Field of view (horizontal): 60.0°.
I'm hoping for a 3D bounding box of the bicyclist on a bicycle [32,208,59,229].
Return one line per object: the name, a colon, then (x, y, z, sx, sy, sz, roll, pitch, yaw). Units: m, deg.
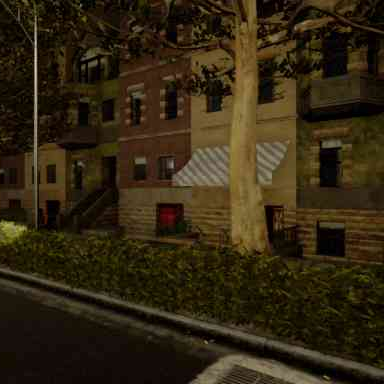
bicyclist on a bicycle: (-4.729, 1.339, 10.517, 0.582, 1.620, 1.656, 0, -4, 34)
